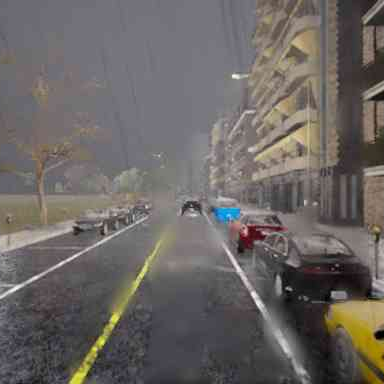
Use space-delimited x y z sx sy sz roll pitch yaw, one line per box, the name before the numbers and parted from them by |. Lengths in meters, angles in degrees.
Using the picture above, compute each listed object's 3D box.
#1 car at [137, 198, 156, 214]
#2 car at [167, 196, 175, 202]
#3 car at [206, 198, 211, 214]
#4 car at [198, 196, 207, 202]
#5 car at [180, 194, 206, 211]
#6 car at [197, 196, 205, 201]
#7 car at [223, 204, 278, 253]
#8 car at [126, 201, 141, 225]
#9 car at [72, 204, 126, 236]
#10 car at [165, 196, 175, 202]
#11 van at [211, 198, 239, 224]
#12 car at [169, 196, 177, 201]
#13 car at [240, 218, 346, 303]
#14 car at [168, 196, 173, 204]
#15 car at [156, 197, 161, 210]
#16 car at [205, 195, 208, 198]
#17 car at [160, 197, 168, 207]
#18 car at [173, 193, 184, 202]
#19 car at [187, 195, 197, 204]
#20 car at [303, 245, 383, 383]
car | -5.314 1.524 35.696 1.967 1.590 4.097 1 0 0
car | -5.328 1.798 86.581 1.802 1.307 4.206 1 0 0
car | 2.565 1.651 36.314 1.947 1.339 4.313 1 0 0
car | 2.554 1.747 81.602 1.887 1.381 4.507 1 0 0
car | -0.007 1.224 29.917 1.837 1.490 4.892 0 0 0
car | 2.551 1.800 92.923 1.947 1.339 4.313 1 0 0
car | 2.571 1.472 13.670 1.967 1.590 4.097 1 0 0
car | -5.313 1.607 24.387 2.008 1.369 4.403 1 0 0
car | -5.311 1.594 18.734 2.008 1.369 4.403 1 0 0
car | -5.326 1.751 80.927 2.008 1.369 4.403 1 0 0
van | 2.570 1.399 24.992 1.690 1.788 3.998 1 0 0
car | -5.329 1.777 92.235 1.887 1.381 4.507 1 0 0
car | 2.572 1.569 8.009 2.008 1.369 4.403 1 0 0
car | -5.322 1.700 63.965 1.887 1.381 4.507 1 0 0
car | -5.317 1.664 41.350 1.947 1.339 4.313 1 0 0
car | 2.558 1.502 75.941 2.192 1.841 5.009 1 0 0
car | -5.318 1.566 52.658 1.967 1.590 4.097 1 0 0
car | -2.769 1.111 77.903 2.150 2.045 5.566 0 0 0
car | -0.015 1.277 60.902 1.801 1.575 5.366 0 0 0
car | 2.573 1.532 2.518 1.752 1.417 4.829 1 0 0
